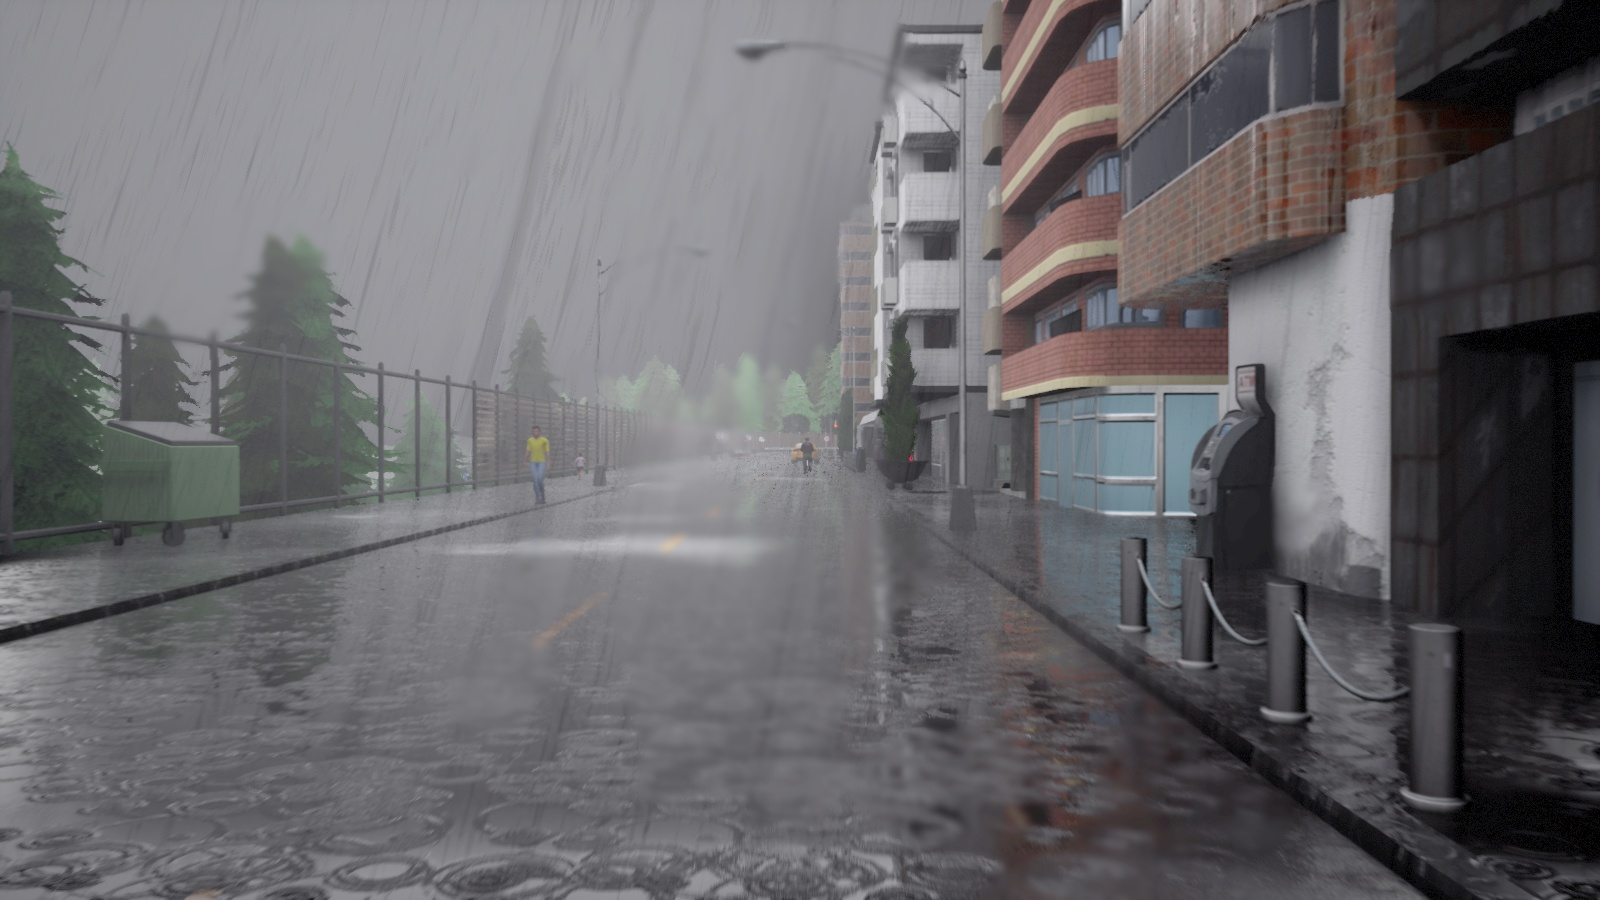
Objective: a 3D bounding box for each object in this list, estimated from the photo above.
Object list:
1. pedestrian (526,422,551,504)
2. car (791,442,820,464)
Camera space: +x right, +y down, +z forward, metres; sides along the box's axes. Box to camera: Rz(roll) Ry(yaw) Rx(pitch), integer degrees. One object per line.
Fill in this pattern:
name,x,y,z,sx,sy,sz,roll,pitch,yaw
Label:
pedestrian,-5.963,0.290,28.615,0.354,1.836,0.706,0,0,6
car,0.423,0.205,92.167,1.882,1.535,5.008,0,0,3
